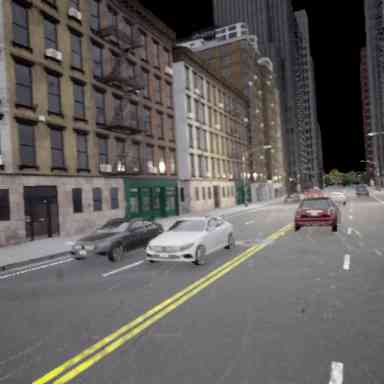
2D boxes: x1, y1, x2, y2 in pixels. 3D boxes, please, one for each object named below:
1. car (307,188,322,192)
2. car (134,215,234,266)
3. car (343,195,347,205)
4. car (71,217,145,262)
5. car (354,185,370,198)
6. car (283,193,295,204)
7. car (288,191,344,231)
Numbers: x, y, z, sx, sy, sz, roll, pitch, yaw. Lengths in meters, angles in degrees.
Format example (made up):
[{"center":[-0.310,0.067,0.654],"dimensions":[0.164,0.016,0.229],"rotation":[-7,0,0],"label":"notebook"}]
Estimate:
[{"center":[18.134,0.477,49.205],"dimensions":[2.150,2.045,5.566],"rotation":[-4,0,26],"label":"car"},{"center":[0.144,1.606,12.183],"dimensions":[1.812,1.442,4.674],"rotation":[-4,0,26],"label":"car"},{"center":[17.105,0.779,39.252],"dimensions":[1.812,1.442,4.674],"rotation":[-4,0,26],"label":"car"},{"center":[-2.774,1.792,13.601],"dimensions":[1.812,1.442,4.674],"rotation":[-4,0,26],"label":"car"},{"center":[29.434,0.123,57.247],"dimensions":[2.128,1.511,4.902],"rotation":[-4,0,26],"label":"car"},{"center":[15.267,0.971,50.691],"dimensions":[1.812,1.442,4.674],"rotation":[-4,0,26],"label":"car"},{"center":[7.020,1.063,18.492],"dimensions":[2.097,1.767,4.553],"rotation":[-4,0,26],"label":"car"}]
